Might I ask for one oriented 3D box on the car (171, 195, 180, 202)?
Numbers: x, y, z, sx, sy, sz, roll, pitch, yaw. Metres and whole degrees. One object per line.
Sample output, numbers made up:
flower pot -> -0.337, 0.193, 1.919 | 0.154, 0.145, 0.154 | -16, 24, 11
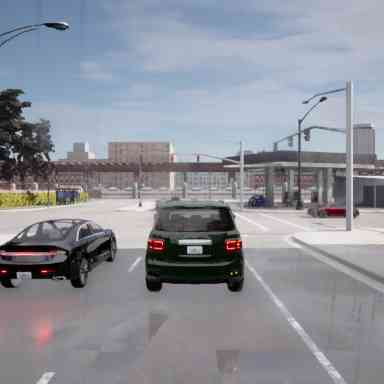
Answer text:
car -> -3.592, 1.500, 74.234 | 1.837, 1.490, 4.892 | 0, 0, 0

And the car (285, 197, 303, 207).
car -> 15.393, 1.456, 50.107 | 1.970, 1.475, 3.806 | 0, 0, 0

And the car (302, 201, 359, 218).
car -> 12.354, 1.564, 29.210 | 4.181, 1.385, 1.994 | 0, 0, -1

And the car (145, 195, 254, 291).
car -> 0.073, 1.221, 9.153 | 2.150, 2.045, 5.566 | 0, 0, 0

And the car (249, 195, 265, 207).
car -> 9.649, 1.295, 49.338 | 2.242, 1.667, 4.611 | 0, 0, 0

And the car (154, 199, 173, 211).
car -> -3.519, 1.564, 42.231 | 1.994, 1.385, 4.181 | 0, 0, 1

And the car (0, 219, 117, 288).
car -> -3.431, 1.492, 9.238 | 2.128, 1.511, 4.902 | 0, 0, 0
